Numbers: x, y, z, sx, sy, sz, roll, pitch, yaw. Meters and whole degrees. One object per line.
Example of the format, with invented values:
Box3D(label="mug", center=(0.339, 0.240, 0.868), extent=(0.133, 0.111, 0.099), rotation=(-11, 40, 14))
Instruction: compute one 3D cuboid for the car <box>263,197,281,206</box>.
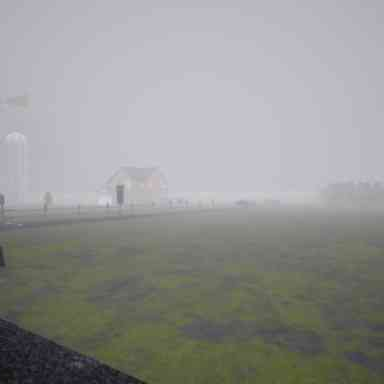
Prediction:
Box3D(label="car", center=(14.735, 1.763, 60.913), extent=(1.882, 1.535, 5.008), rotation=(-1, -1, 35))

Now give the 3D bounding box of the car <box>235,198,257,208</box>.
Box3D(label="car", center=(8.573, 1.748, 52.147), extent=(2.128, 1.511, 4.902), rotation=(-1, -1, 36))
